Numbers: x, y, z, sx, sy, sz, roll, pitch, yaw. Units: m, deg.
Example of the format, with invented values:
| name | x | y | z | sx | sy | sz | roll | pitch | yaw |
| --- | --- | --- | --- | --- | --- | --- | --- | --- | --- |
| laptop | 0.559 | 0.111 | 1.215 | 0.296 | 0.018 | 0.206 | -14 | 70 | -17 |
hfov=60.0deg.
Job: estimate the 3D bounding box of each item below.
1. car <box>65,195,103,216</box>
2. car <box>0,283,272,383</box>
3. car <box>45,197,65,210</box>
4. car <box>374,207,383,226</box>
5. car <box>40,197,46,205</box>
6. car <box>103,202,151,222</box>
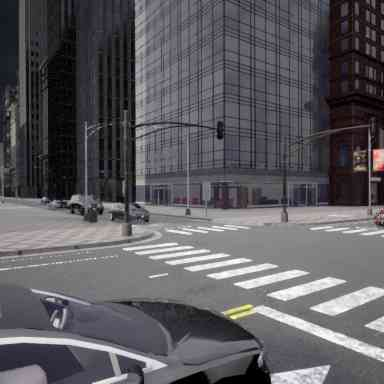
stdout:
| name | x | y | z | sx | sy | sz | roll | pitch | yaw |
| --- | --- | --- | --- | --- | --- | --- | --- | --- | --- |
| car | -11.075 | 1.295 | 34.637 | 2.150 | 2.045 | 5.566 | 0 | 0 | -35 |
| car | -1.485 | 1.491 | 2.379 | 4.902 | 1.511 | 2.128 | 0 | 0 | -36 |
| car | -17.300 | 1.663 | 43.444 | 1.994 | 1.385 | 4.181 | 0 | 0 | -35 |
| car | 13.867 | 1.355 | 21.715 | 4.553 | 1.767 | 2.097 | 0 | 0 | -36 |
| car | -27.602 | 1.652 | 63.486 | 1.837 | 1.490 | 4.892 | 0 | 0 | -35 |
| car | -4.977 | 1.555 | 26.035 | 1.837 | 1.490 | 4.892 | 0 | 0 | -35 |
